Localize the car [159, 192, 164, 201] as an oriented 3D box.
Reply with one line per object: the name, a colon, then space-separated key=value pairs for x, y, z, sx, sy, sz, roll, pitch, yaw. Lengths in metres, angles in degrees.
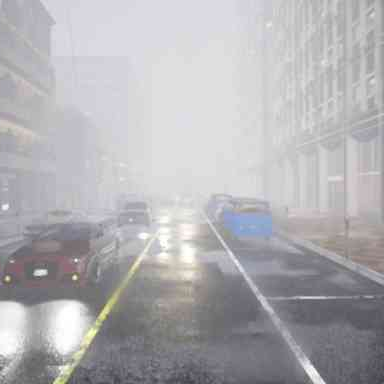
car: x=-6.741 y=1.009 z=60.138 sx=1.947 sy=1.339 sz=4.313 roll=-1 pitch=1 yaw=-1

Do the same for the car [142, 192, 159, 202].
car: x=-6.543 y=0.870 z=48.840 sx=2.192 sy=1.841 sz=5.009 roll=-1 pitch=1 yaw=-1

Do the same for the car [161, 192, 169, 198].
car: x=-7.245 y=0.719 z=88.375 sx=1.887 sy=1.381 sz=4.507 roll=-1 pitch=1 yaw=-1

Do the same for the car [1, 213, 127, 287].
car: x=-3.242 y=1.499 z=9.043 sx=1.994 sy=1.385 sz=4.181 roll=-1 pitch=1 yaw=-1

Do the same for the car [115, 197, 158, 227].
car: x=-3.439 y=1.315 z=20.955 sx=1.837 sy=1.490 sz=4.892 roll=-1 pitch=1 yaw=-1

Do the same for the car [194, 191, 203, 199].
car: x=1.436 y=0.827 z=71.581 sx=1.802 sy=1.307 sz=4.206 roll=-1 pitch=1 yaw=-1

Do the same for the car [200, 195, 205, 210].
car: x=2.141 y=1.203 z=32.049 sx=1.947 sy=1.339 sz=4.313 roll=-1 pitch=1 yaw=-1

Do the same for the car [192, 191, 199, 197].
car: x=1.032 y=0.474 z=94.169 sx=1.967 sy=1.590 sz=4.097 roll=-1 pitch=1 yaw=-1

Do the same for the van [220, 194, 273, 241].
van: x=2.441 y=1.153 z=15.104 sx=1.690 sy=1.788 sz=3.998 roll=-1 pitch=1 yaw=-1

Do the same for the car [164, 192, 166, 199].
car: x=-6.842 y=0.939 z=65.785 sx=2.008 sy=1.369 sz=4.403 roll=-1 pitch=1 yaw=-1

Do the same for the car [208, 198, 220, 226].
car: x=2.342 y=1.304 z=20.754 sx=2.008 sy=1.369 sz=4.403 roll=-1 pitch=1 yaw=-1

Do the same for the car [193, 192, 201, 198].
car: x=1.235 y=0.704 z=82.875 sx=1.947 sy=1.339 sz=4.313 roll=-1 pitch=1 yaw=-1

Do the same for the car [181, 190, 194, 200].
car: x=-1.214 y=0.812 z=69.239 sx=2.128 sy=1.511 sz=4.902 roll=-1 pitch=1 yaw=-1

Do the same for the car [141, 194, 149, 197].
car: x=-6.338 y=1.250 z=37.548 sx=1.802 sy=1.307 sz=4.206 roll=-1 pitch=1 yaw=-1

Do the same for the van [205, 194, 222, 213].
van: x=2.240 y=1.036 z=26.399 sx=1.690 sy=1.788 sz=3.998 roll=-1 pitch=1 yaw=-1

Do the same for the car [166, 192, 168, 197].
car: x=-7.041 y=0.807 z=76.909 sx=1.752 sy=1.417 sz=4.829 roll=-1 pitch=1 yaw=-1

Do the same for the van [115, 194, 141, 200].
van: x=-6.240 y=1.067 z=31.898 sx=1.690 sy=1.788 sz=3.998 roll=-1 pitch=1 yaw=-1

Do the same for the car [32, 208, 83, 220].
car: x=-5.936 y=1.451 z=14.959 sx=2.008 sy=1.369 sz=4.403 roll=-1 pitch=1 yaw=-1
